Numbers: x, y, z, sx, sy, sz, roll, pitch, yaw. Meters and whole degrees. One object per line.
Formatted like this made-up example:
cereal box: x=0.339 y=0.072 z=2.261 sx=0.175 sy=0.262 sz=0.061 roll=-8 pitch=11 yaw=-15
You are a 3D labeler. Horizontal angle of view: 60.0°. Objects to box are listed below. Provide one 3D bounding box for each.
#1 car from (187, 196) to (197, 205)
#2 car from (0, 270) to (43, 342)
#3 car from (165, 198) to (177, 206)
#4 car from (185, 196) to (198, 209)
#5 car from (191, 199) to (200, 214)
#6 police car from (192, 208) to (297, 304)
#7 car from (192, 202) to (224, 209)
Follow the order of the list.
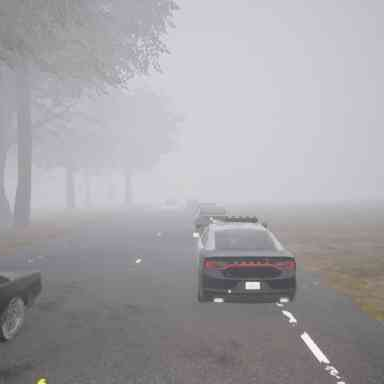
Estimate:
car: x=0.037 y=1.576 z=63.656 sx=1.882 sy=1.535 sz=5.008 roll=0 pitch=0 yaw=0
car: x=-3.595 y=1.599 z=3.710 sx=1.895 sy=1.301 sz=4.718 roll=0 pitch=0 yaw=0
car: x=-3.467 y=1.663 z=55.400 sx=1.895 sy=1.301 sz=4.718 roll=0 pitch=0 yaw=0
car: x=0.053 y=1.579 z=45.925 sx=2.033 sy=1.411 sz=5.357 roll=0 pitch=0 yaw=0
car: x=1.065 y=1.508 z=24.258 sx=1.837 sy=1.490 sz=4.892 roll=0 pitch=0 yaw=0
police car: x=1.057 y=1.423 z=8.364 sx=1.930 sy=1.638 sz=5.238 roll=0 pitch=0 yaw=0
car: x=1.062 y=1.505 z=18.256 sx=1.837 sy=1.490 sz=4.892 roll=0 pitch=0 yaw=0
